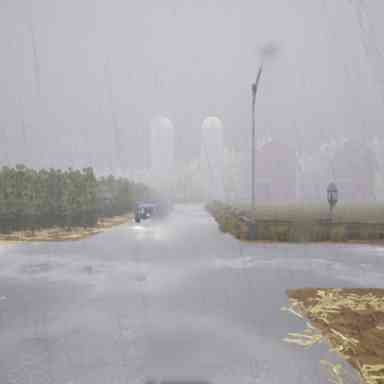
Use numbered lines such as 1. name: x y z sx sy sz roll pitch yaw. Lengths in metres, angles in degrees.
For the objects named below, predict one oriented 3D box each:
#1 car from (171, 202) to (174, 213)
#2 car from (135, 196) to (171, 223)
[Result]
1. car: -3.172 1.777 40.643 1.812 1.442 4.674 0 0 0
2. car: -3.189 1.349 27.027 2.150 2.045 5.566 0 -1 0
